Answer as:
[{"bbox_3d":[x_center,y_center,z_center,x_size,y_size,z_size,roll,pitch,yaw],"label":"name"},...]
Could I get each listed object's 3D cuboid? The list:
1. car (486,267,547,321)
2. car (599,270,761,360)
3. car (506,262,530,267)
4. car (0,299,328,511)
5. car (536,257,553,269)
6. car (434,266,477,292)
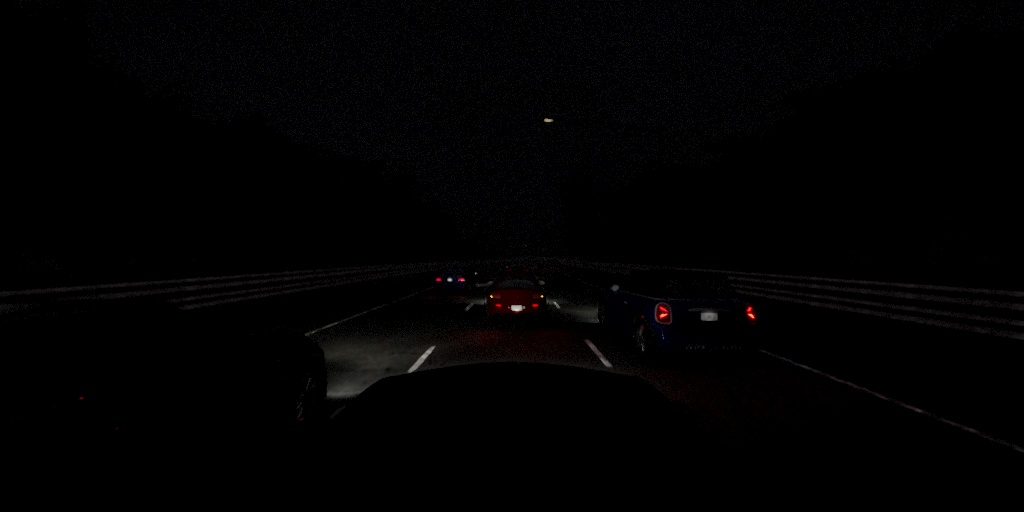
[{"bbox_3d":[0.150,1.273,12.239,1.812,1.442,4.674,0,0,0],"label":"car"},{"bbox_3d":[3.528,1.099,8.510,2.097,1.767,4.553,0,0,0],"label":"car"},{"bbox_3d":[0.493,1.246,29.812,1.882,1.535,5.008,0,0,2],"label":"car"},{"bbox_3d":[-3.391,1.101,2.714,2.097,1.767,4.553,0,0,0],"label":"car"},{"bbox_3d":[5.091,1.388,58.402,2.128,1.511,4.902,0,0,3],"label":"car"},{"bbox_3d":[-3.213,1.300,21.263,2.033,1.411,5.357,0,0,1],"label":"car"}]
